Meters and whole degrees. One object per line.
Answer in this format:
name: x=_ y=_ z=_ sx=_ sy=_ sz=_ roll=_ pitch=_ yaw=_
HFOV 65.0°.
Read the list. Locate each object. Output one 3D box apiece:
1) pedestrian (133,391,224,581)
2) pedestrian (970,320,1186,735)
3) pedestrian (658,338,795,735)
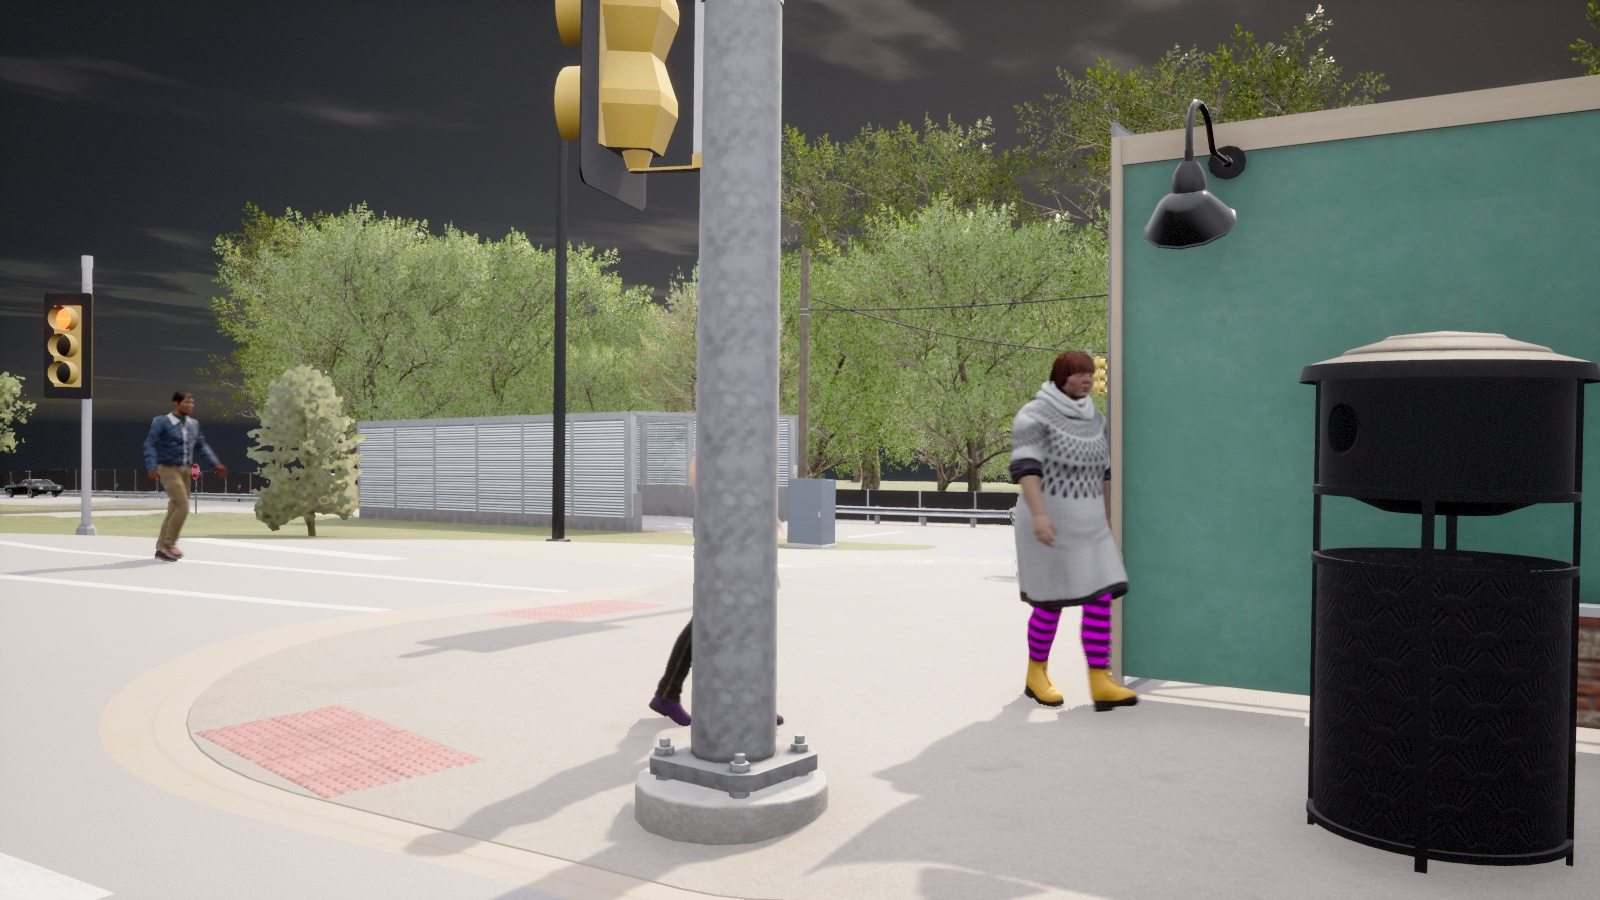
pedestrian: x=-6.524 y=0.365 z=13.182 sx=0.788 sy=1.949 sz=0.423 roll=0 pitch=1 yaw=24
pedestrian: x=1.412 y=0.358 z=6.451 sx=0.659 sy=1.952 sz=0.873 roll=-1 pitch=1 yaw=-30
pedestrian: x=-0.343 y=0.401 z=5.996 sx=0.594 sy=1.836 sz=0.345 roll=0 pitch=1 yaw=5
